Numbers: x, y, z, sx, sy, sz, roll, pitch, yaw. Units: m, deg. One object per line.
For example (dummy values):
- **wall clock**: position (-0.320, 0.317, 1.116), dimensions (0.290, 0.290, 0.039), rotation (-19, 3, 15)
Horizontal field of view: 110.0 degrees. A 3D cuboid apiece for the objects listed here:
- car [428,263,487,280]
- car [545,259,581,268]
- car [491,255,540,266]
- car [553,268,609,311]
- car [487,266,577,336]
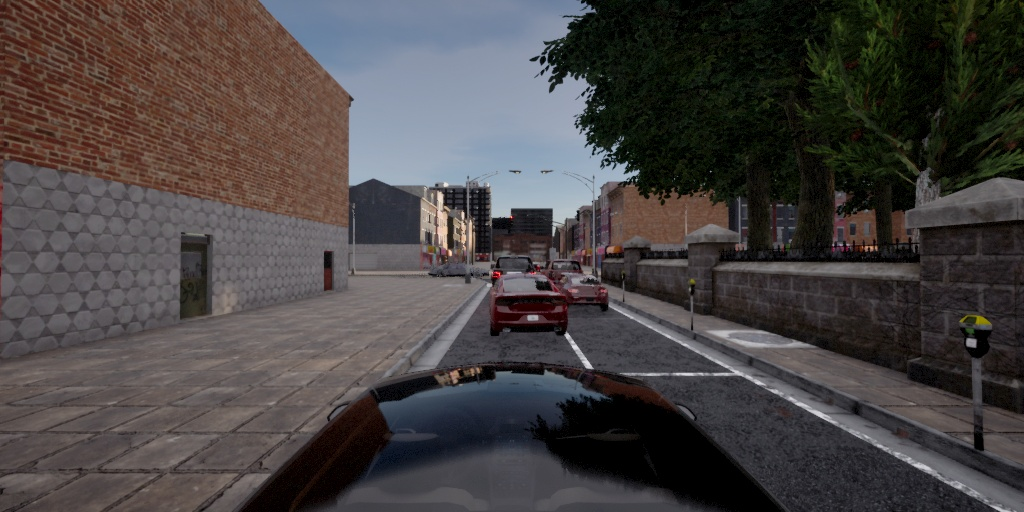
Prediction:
- **car**: position (-4.552, 1.307, 31.365), dimensions (5.357, 1.411, 2.033), rotation (0, -1, 0)
- **car**: position (2.666, 1.074, 19.758), dimensions (2.192, 1.841, 5.009), rotation (0, 0, 0)
- **car**: position (0.109, 0.979, 18.067), dimensions (2.150, 2.045, 5.566), rotation (0, 0, 0)
- **car**: position (2.658, 1.336, 14.309), dimensions (1.802, 1.307, 4.207), rotation (0, 0, 0)
- **car**: position (0.291, 1.230, 10.479), dimensions (1.882, 1.535, 5.008), rotation (0, 0, -4)
